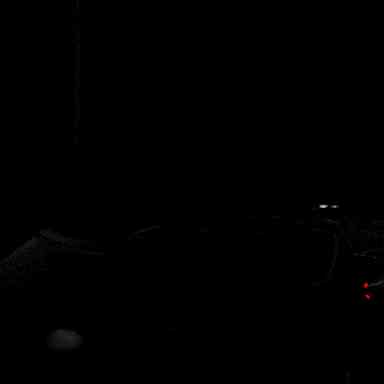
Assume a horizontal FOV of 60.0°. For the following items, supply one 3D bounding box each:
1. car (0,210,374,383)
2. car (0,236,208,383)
[{"bbox_3d":[-0.594,1.232,2.955,5.566,2.045,2.150,1,0,-36],"label":"car"},{"bbox_3d":[-2.048,1.577,5.078,4.313,1.339,1.947,1,-1,-36],"label":"car"}]
